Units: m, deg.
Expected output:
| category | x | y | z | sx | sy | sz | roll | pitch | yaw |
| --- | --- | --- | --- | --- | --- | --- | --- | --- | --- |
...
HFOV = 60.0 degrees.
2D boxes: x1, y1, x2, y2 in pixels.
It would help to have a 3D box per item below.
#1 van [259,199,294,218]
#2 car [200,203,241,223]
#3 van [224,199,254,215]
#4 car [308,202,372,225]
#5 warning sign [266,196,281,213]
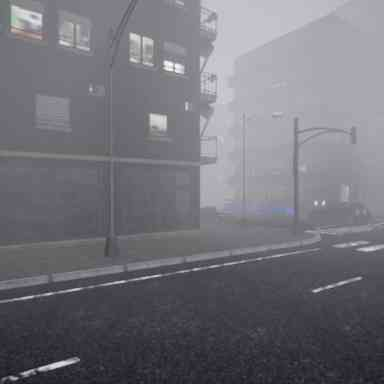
| category | x | y | z | sx | sy | sz | roll | pitch | yaw |
| --- | --- | --- | --- | --- | --- | --- | --- | --- | --- |
| van | 8.582 | 1.602 | 33.611 | 1.690 | 1.788 | 3.998 | -1 | 0 | -36 |
| car | 1.842 | 1.874 | 28.693 | 1.802 | 1.307 | 4.206 | -1 | 0 | -36 |
| van | 5.266 | 1.676 | 38.126 | 1.690 | 1.788 | 3.998 | -1 | 0 | -36 |
| car | 11.191 | 1.518 | 25.577 | 2.097 | 1.767 | 4.553 | 0 | -1 | -33 |
| warning sign | 9.073 | 1.400 | 37.000 | 1.300 | 1.860 | 1.060 | 1 | 0 | -36 |
